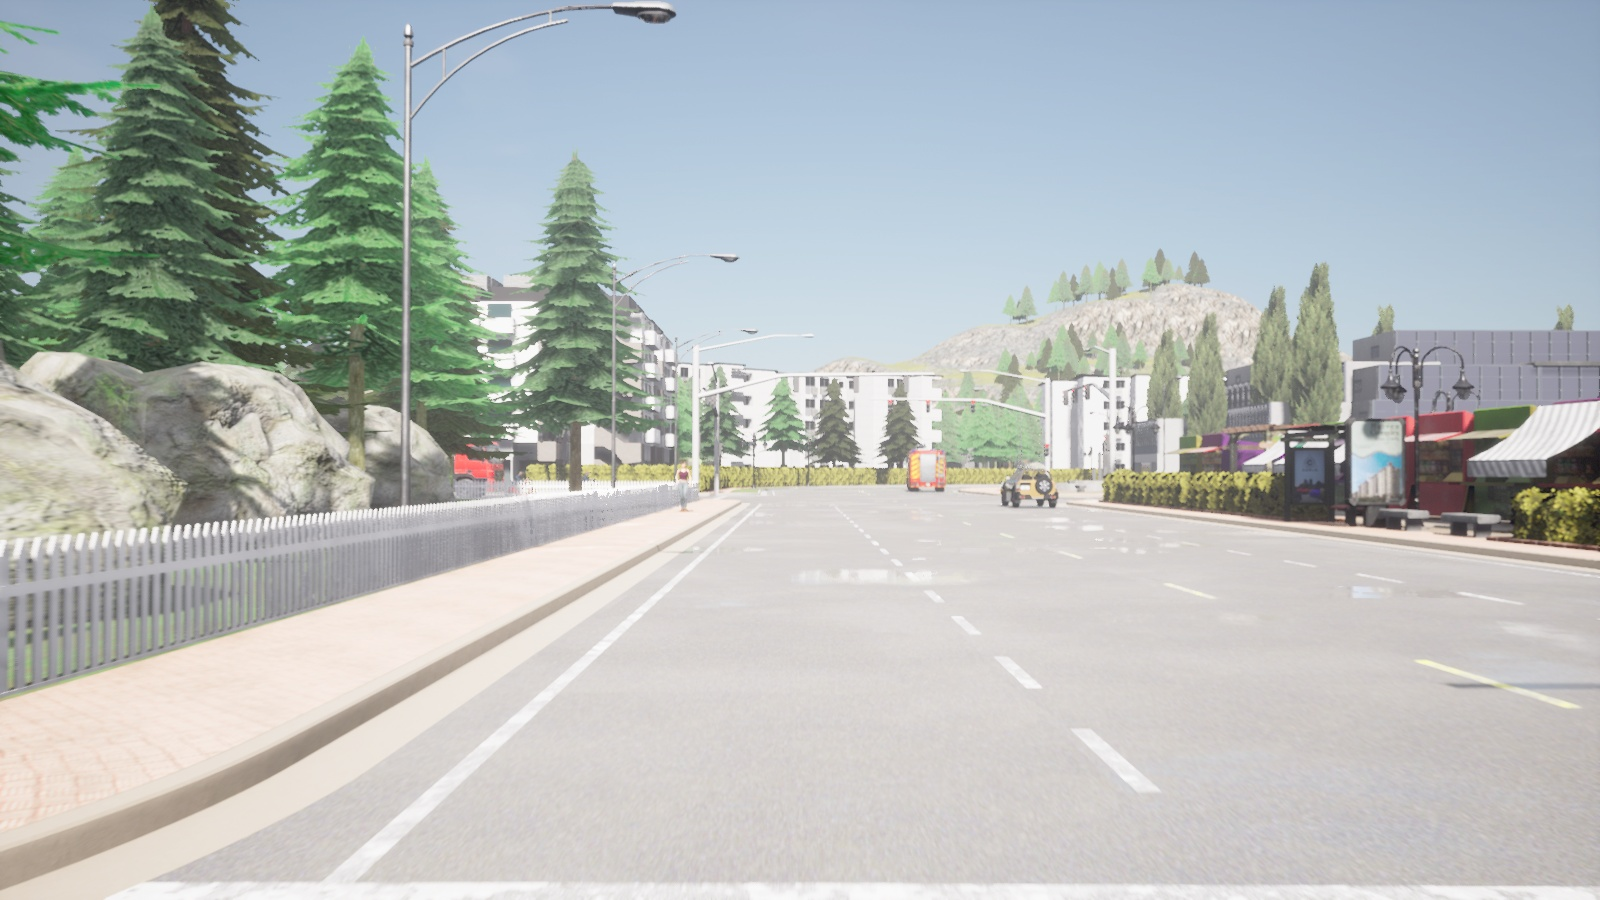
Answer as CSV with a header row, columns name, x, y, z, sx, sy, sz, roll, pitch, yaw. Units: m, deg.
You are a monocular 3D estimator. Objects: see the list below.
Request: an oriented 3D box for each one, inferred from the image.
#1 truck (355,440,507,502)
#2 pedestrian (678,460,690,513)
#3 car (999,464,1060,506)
name,x,y,z,sx,sy,sz,roll,pitch,yaw
truck,-21.336,1.238,72.866,7.936,3.462,2.891,0,-1,1
pedestrian,-4.098,1.279,44.335,0.345,1.836,0.594,0,-1,0
car,10.361,1.565,56.977,1.932,1.855,4.605,0,-1,0
